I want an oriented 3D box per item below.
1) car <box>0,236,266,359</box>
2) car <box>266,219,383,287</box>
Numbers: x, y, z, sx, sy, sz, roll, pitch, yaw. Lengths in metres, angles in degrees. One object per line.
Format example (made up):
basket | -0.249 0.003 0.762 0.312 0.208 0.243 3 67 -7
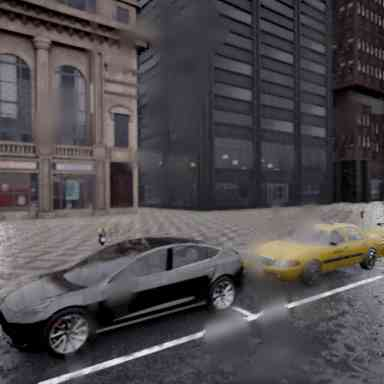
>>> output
car | -0.944 1.545 5.976 4.313 1.339 1.947 -1 0 -35
car | 3.512 1.461 9.150 4.829 1.417 1.752 -1 0 -35
